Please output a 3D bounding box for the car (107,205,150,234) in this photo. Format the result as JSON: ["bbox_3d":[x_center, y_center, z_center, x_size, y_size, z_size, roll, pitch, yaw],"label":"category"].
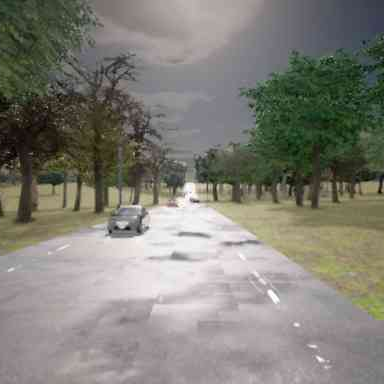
[{"bbox_3d":[-3.595,1.544,19.561,2.128,1.511,4.902,0,0,0],"label":"car"}]

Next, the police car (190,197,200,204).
[{"bbox_3d":[1.242,2.546,94.015,1.930,1.638,5.238,0,-1,0],"label":"police car"}]

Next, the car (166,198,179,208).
[{"bbox_3d":[-3.526,1.916,59.970,2.097,1.767,4.553,0,-1,1],"label":"car"}]
